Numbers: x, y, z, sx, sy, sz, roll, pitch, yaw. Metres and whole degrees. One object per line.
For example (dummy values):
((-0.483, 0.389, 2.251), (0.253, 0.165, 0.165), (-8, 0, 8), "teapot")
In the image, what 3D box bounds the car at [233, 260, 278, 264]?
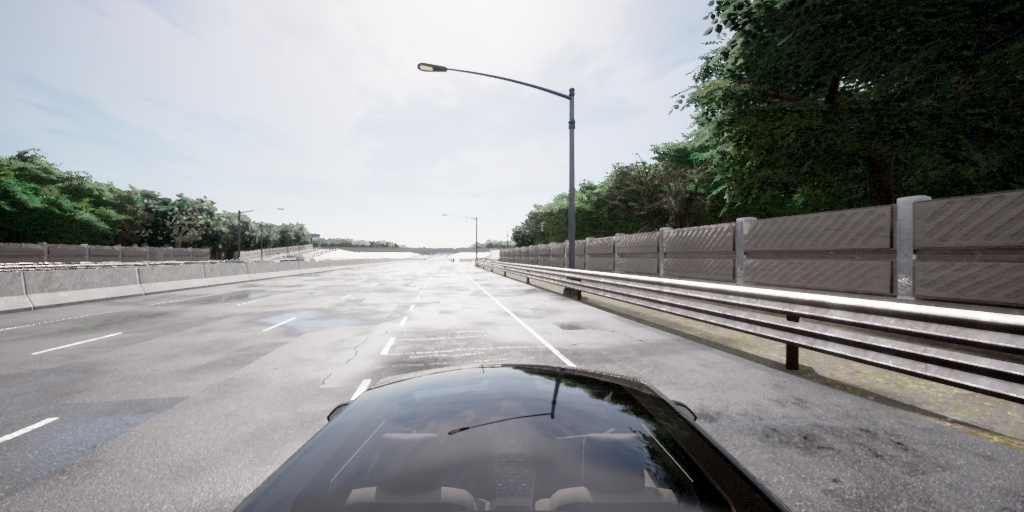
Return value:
((-28.487, 1.375, 40.061), (1.895, 1.301, 4.718), (0, 0, -11), "car")
